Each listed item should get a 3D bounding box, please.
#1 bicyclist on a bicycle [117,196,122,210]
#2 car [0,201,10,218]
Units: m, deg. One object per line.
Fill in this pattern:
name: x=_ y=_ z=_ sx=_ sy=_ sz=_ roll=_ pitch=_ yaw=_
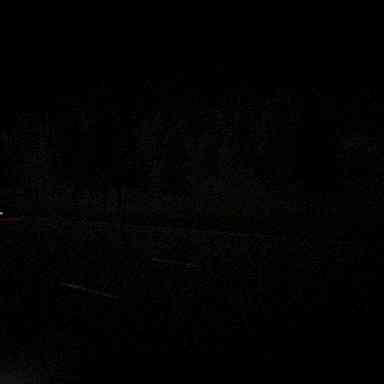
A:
bicyclist on a bicycle: x=-8.634 y=1.316 z=39.511 sx=0.582 sy=1.620 sz=1.656 roll=0 pitch=-2 yaw=-23
car: x=-17.745 y=1.505 z=28.973 sx=4.892 sy=1.490 sz=1.837 roll=0 pitch=0 yaw=35
